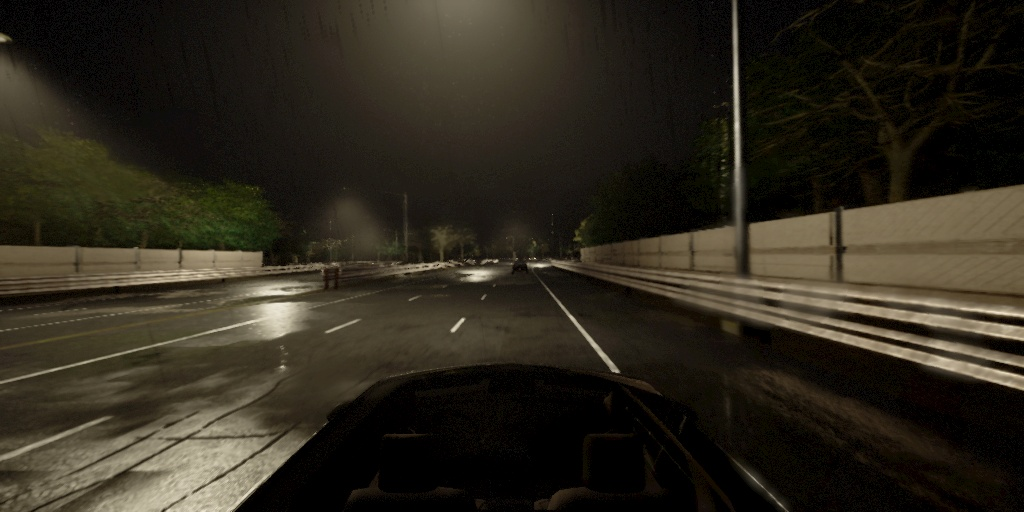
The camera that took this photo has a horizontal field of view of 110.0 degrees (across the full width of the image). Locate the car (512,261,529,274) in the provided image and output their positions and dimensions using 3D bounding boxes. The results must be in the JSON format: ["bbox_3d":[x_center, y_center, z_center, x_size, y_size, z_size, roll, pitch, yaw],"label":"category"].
[{"bbox_3d":[1.004,1.336,43.627,1.882,1.535,5.008,-1,0,2],"label":"car"}]
